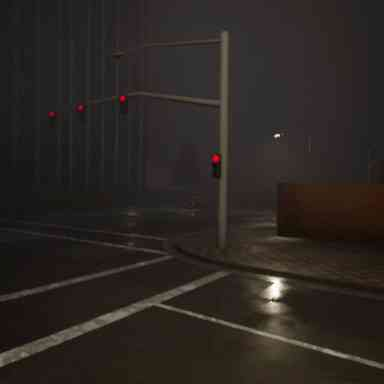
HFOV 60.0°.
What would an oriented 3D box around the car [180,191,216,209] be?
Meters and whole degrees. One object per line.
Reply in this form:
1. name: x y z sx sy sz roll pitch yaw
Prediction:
1. car: 0.900 0.929 40.837 2.150 2.045 5.566 1 1 35
